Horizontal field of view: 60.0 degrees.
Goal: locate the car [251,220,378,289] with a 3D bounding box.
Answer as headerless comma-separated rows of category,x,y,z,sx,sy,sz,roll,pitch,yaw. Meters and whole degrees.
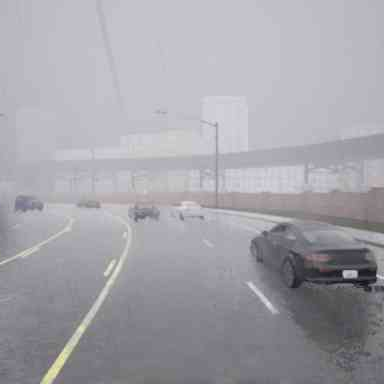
car,3.001,1.491,9.022,1.812,1.442,4.674,0,0,-5

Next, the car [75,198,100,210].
car,-14.014,1.525,44.644,2.163,1.488,4.792,-1,1,-39

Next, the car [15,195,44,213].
car,-19.907,1.368,40.547,2.150,2.045,5.566,-1,0,-40

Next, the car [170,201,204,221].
car,-0.423,1.461,26.758,1.812,1.442,4.674,0,0,-17

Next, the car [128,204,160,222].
car,-3.900,1.571,26.326,1.895,1.301,4.718,-1,0,-18
